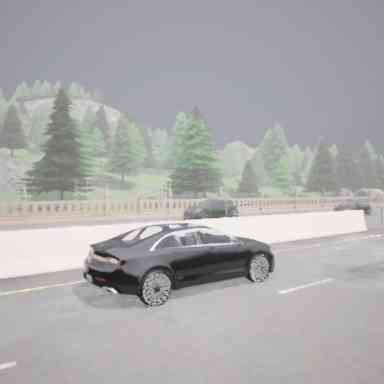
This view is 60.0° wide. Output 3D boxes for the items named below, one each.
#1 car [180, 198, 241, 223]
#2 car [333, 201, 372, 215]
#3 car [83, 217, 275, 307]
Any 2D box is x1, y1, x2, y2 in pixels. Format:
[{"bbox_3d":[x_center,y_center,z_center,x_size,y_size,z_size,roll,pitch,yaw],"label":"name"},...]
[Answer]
[{"bbox_3d":[1.552,1.362,26.605,4.553,1.767,2.097,0,0,-36],"label":"car"},{"bbox_3d":[15.697,1.543,32.446,4.674,1.442,1.812,0,0,-36],"label":"car"},{"bbox_3d":[-0.060,1.494,8.004,4.902,1.511,2.128,0,0,-36],"label":"car"}]
